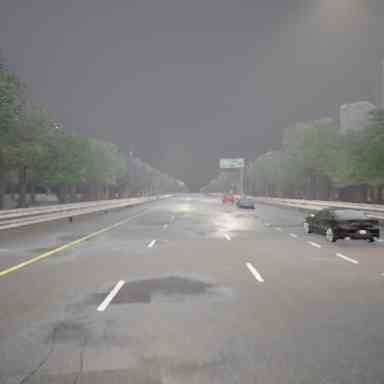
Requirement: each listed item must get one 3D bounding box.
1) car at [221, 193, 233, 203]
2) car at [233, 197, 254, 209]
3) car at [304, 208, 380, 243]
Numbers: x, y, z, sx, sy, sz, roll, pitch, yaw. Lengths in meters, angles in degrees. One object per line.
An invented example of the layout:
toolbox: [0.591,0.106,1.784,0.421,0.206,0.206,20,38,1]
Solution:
car: [7.239,1.254,67.698,2.150,2.045,5.566,0,0,0]
car: [7.104,1.590,44.839,1.994,1.385,4.181,0,0,0]
car: [7.012,1.502,16.122,1.882,1.535,5.008,0,0,0]
